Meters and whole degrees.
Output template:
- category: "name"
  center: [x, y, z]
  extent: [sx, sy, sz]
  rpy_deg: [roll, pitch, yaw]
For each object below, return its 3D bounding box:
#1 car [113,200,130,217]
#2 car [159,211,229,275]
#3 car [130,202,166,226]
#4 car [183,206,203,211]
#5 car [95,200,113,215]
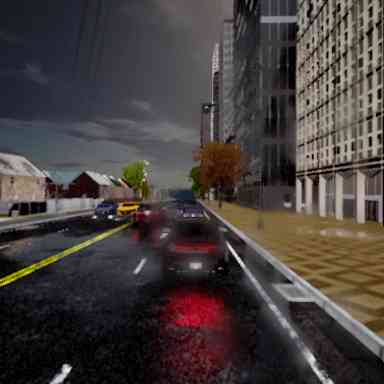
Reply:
- category: "car"
  center: [-6.545, 1.802, 35.041]
  extent: [1.882, 1.535, 5.008]
  rpy_deg: [0, -1, 0]
- category: "car"
  center: [0.096, 1.598, 10.733]
  extent: [1.837, 1.490, 4.892]
  rpy_deg: [0, 0, 0]
- category: "car"
  center: [-3.158, 1.584, 25.780]
  extent: [2.097, 1.767, 4.553]
  rpy_deg: [0, -1, 0]
- category: "car"
  center: [0.091, 1.785, 26.256]
  extent: [2.033, 1.411, 5.357]
  rpy_deg: [0, -1, 0]
- category: "car"
  center: [-9.764, 1.711, 38.753]
  extent: [2.097, 1.767, 4.553]
  rpy_deg: [0, 0, 0]
